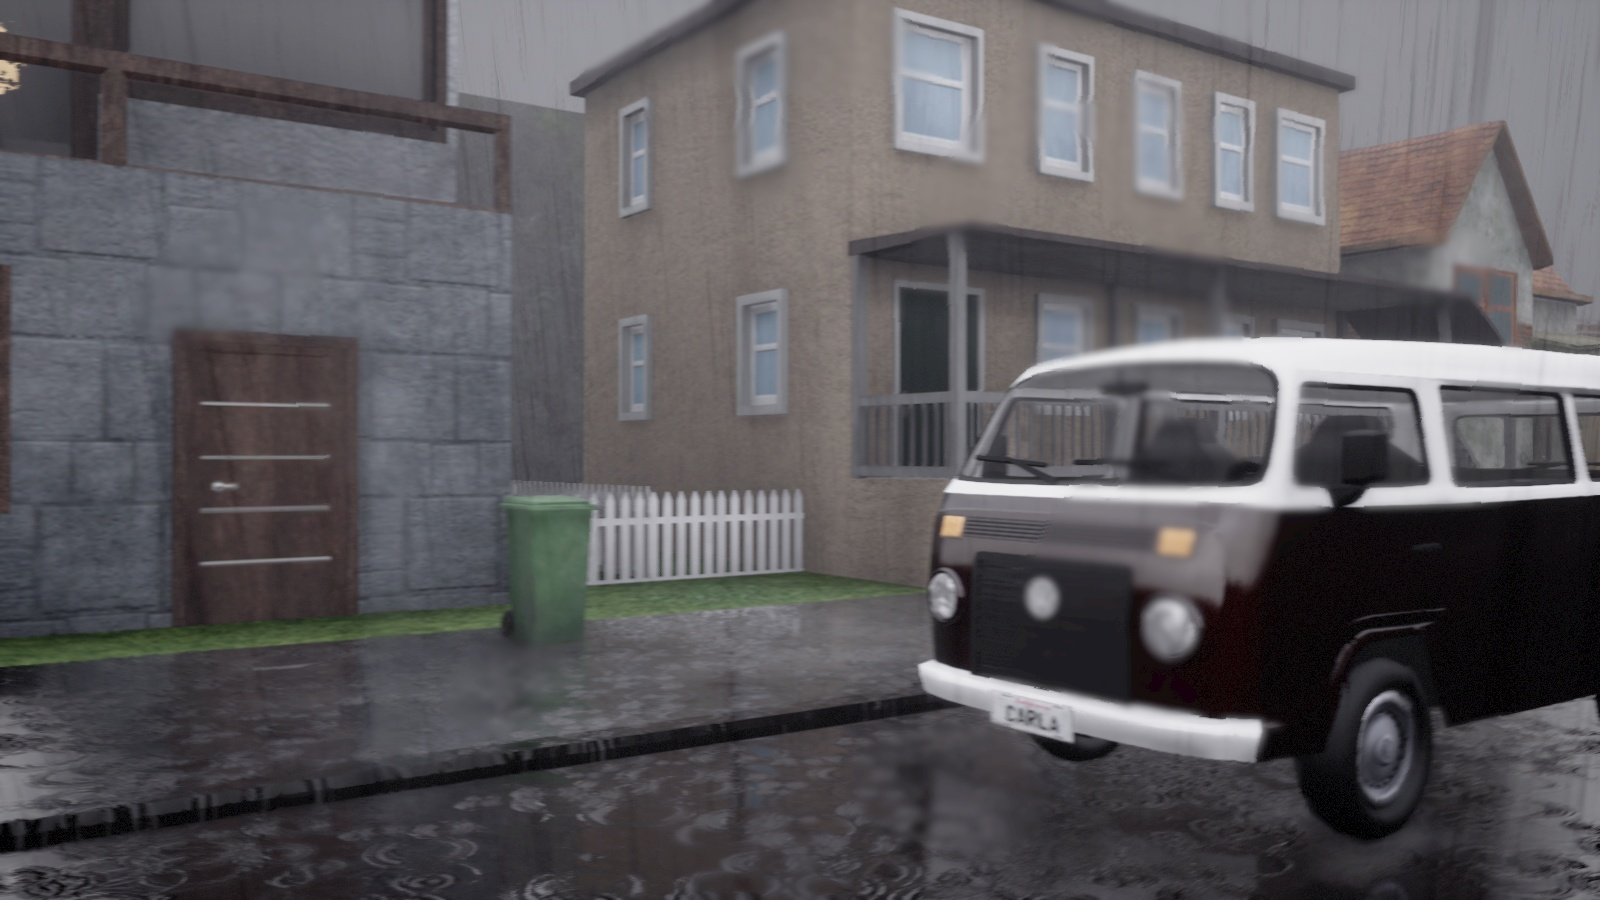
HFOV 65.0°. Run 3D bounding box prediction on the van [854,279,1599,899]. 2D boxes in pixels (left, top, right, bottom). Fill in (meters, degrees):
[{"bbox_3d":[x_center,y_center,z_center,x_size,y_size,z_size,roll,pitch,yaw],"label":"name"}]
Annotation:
[{"bbox_3d":[2.678,0.478,6.133,4.480,2.038,2.069,0,0,-35],"label":"van"}]
